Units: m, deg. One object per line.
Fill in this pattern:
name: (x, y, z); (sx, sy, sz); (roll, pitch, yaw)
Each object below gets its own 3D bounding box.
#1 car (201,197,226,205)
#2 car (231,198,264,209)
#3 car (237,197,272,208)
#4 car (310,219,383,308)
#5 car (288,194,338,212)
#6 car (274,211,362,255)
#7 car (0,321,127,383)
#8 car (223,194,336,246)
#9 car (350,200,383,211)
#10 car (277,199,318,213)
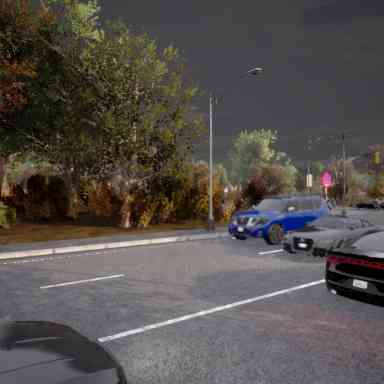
car: (3.731, 1.521, 57.833); (1.895, 1.301, 4.718); (0, 1, -32)
car: (7.531, 1.522, 45.301); (1.812, 1.442, 4.674); (0, 0, -32)
car: (9.146, 1.537, 49.288); (2.033, 1.411, 5.357); (0, 0, -33)
car: (4.986, 1.478, 7.329); (5.008, 1.535, 1.882); (0, 0, -36)
car: (14.662, 1.221, 40.649); (2.150, 2.045, 5.566); (0, 0, -31)
car: (5.241, 1.564, 12.067); (4.181, 1.385, 1.994); (0, 0, -36)
car: (-2.729, 1.505, 1.790); (4.892, 1.490, 1.837); (0, 0, -36)
car: (4.296, 1.221, 15.696); (5.566, 2.045, 2.150); (0, 0, -36)
car: (22.255, 1.601, 41.458); (1.895, 1.301, 4.718); (0, 0, -32)
car: (12.062, 1.564, 38.178); (1.994, 1.385, 4.181); (0, 0, -32)
